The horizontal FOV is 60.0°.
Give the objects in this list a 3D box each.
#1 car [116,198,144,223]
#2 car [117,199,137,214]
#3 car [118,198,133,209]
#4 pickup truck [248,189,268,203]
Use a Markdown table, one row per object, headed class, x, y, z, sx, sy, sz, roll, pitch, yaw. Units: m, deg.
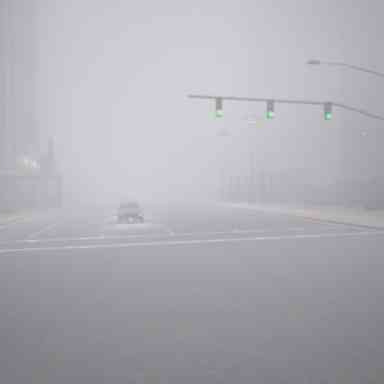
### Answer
| class | x | y | z | sx | sy | sz | roll | pitch | yaw |
| --- | --- | --- | --- | --- | --- | --- | --- | --- | --- |
| car | -4.771 | 1.465 | 25.448 | 2.033 | 1.411 | 5.357 | -1 | 0 | -12 |
| car | -6.817 | 1.495 | 34.843 | 1.895 | 1.301 | 4.718 | -1 | 0 | -12 |
| car | -9.012 | 1.470 | 44.918 | 1.895 | 1.301 | 4.718 | -1 | 0 | -12 |
| pickup truck | 10.247 | 0.576 | 51.361 | 2.390 | 2.098 | 6.274 | -1 | 0 | 18 |
